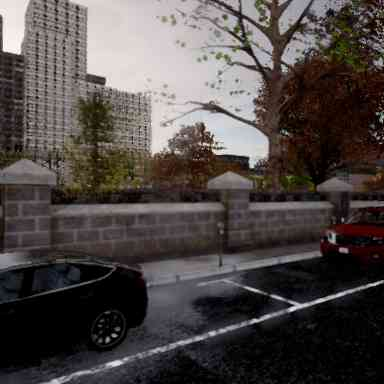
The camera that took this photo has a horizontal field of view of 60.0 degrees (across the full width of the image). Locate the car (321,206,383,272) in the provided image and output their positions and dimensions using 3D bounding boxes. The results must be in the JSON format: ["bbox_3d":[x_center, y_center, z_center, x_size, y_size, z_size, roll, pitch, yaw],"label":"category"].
[{"bbox_3d":[6.490,1.412,11.188,5.009,1.841,2.192,1,0,-35],"label":"car"}]

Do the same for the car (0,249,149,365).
[{"bbox_3d":[-2.679,1.569,4.649,4.313,1.339,1.947,1,0,-35],"label":"car"}]
